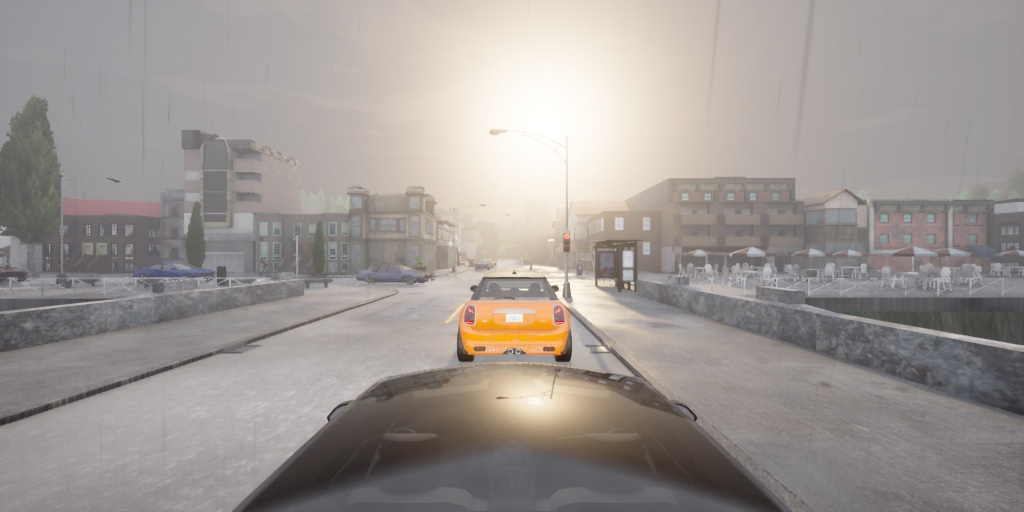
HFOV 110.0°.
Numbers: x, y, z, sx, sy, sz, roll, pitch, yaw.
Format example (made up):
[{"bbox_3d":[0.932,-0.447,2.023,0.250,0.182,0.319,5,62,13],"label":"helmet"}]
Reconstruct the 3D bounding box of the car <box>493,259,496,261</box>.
[{"bbox_3d":[-4.071,1.228,60.704,1.882,1.535,5.008,0,0,0],"label":"car"}]

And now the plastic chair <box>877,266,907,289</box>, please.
[{"bbox_3d":[22.602,1.279,21.331,0.730,1.272,0.750,0,0,0],"label":"plastic chair"}]

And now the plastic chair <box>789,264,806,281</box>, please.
[{"bbox_3d":[21.703,1.279,27.531,0.730,1.272,0.750,0,0,0],"label":"plastic chair"}]

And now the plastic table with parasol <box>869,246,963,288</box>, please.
[{"bbox_3d":[23.802,0.675,21.281,2.482,2.480,2.482,0,0,0],"label":"plastic table with parasol"}]

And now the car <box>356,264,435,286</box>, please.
[{"bbox_3d":[-8.270,1.297,25.431,5.357,1.411,2.033,0,0,13],"label":"car"}]

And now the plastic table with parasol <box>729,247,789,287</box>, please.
[{"bbox_3d":[15.172,0.675,22.693,2.482,2.480,2.482,0,0,0],"label":"plastic table with parasol"}]

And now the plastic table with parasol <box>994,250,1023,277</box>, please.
[{"bbox_3d":[46.705,0.675,33.205,2.482,2.480,2.482,0,0,0],"label":"plastic table with parasol"}]

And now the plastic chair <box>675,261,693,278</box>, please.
[{"bbox_3d":[14.704,1.279,30.633,0.730,1.272,0.750,0,0,0],"label":"plastic chair"}]

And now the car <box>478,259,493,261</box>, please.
[{"bbox_3d":[-4.091,1.228,51.054,1.882,1.535,5.008,0,0,0],"label":"car"}]

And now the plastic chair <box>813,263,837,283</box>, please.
[{"bbox_3d":[22.803,1.279,26.131,0.750,1.272,0.730,0,0,0],"label":"plastic chair"}]

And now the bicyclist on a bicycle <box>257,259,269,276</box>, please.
[{"bbox_3d":[-24.014,1.099,34.583,0.582,1.620,1.656,0,0,0],"label":"bicyclist on a bicycle"}]

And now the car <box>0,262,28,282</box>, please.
[{"bbox_3d":[-38.639,1.102,26.202,4.553,1.767,2.097,0,0,0],"label":"car"}]

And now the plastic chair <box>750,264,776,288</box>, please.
[{"bbox_3d":[15.002,1.279,21.433,0.750,1.272,0.730,0,0,0],"label":"plastic chair"}]

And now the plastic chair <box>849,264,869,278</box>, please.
[{"bbox_3d":[29.904,1.279,30.829,0.750,1.272,0.730,0,0,0],"label":"plastic chair"}]

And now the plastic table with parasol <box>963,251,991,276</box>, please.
[{"bbox_3d":[30.513,0.675,25.109,2.482,2.480,2.482,0,0,0],"label":"plastic table with parasol"}]

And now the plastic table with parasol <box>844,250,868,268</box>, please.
[{"bbox_3d":[30.234,0.675,32.199,2.482,2.480,2.482,0,0,0],"label":"plastic table with parasol"}]

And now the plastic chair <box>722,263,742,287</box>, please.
[{"bbox_3d":[13.902,1.279,22.833,0.730,1.272,0.750,0,0,0],"label":"plastic chair"}]

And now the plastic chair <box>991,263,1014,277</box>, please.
[{"bbox_3d":[45.505,1.279,33.325,0.730,1.272,0.750,0,0,0],"label":"plastic chair"}]

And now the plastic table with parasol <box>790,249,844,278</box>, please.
[{"bbox_3d":[22.903,0.675,27.481,2.482,2.480,2.482,0,0,0],"label":"plastic table with parasol"}]

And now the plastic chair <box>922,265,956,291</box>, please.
[{"bbox_3d":[23.701,1.279,19.931,0.750,1.272,0.730,0,0,0],"label":"plastic chair"}]

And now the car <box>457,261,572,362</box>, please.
[{"bbox_3d":[0.061,1.102,8.375,2.097,1.767,4.553,0,0,1],"label":"car"}]

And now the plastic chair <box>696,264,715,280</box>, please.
[{"bbox_3d":[15.804,1.279,29.233,0.750,1.272,0.730,0,0,0],"label":"plastic chair"}]

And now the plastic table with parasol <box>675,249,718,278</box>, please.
[{"bbox_3d":[15.924,0.675,30.513,2.482,2.480,2.482,0,0,0],"label":"plastic table with parasol"}]

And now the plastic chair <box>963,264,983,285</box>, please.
[{"bbox_3d":[30.502,1.279,23.829,0.750,1.272,0.730,0,0,0],"label":"plastic chair"}]

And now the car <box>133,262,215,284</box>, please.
[{"bbox_3d":[-24.563,1.227,26.186,5.008,1.535,1.882,0,0,0],"label":"car"}]
